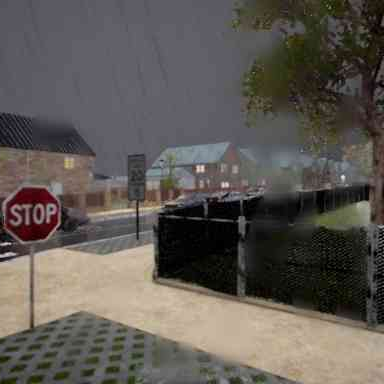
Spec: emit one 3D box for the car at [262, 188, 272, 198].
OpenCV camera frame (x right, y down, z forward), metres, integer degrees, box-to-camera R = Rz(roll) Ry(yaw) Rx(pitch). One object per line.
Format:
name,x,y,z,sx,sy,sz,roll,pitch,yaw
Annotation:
car,6.304,0.336,32.938,2.128,1.511,4.902,-1,2,36

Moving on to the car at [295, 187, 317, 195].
car,15.660,-0.074,45.658,1.895,1.301,4.718,-1,2,36

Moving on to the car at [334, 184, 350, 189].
car,23.304,-0.548,51.335,2.128,1.511,4.902,-1,2,36

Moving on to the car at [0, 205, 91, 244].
car,-6.959,1.209,14.361,2.033,1.411,5.357,-1,2,32

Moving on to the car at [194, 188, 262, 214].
car,2.610,0.679,22.909,2.128,1.511,4.902,-1,2,36

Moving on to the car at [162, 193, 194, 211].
car,0.106,0.766,24.425,2.033,1.411,5.357,-1,2,36
